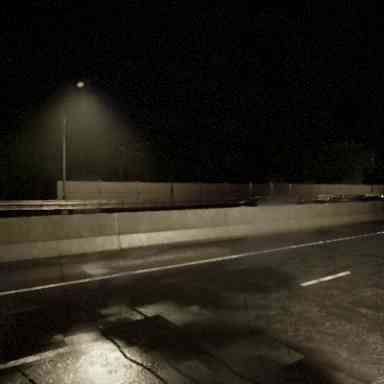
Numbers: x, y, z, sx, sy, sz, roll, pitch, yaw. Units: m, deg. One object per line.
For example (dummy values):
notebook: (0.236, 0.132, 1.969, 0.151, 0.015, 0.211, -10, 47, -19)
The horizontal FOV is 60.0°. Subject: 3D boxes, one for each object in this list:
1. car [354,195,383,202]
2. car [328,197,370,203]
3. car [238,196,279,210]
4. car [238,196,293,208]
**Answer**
car: (22.762, 1.213, 41.648, 4.892, 1.490, 1.837, 0, 0, -35)
car: (14.463, 1.396, 31.440, 4.718, 1.301, 1.895, 0, 0, -35)
car: (8.024, 1.275, 39.744, 5.008, 1.535, 1.882, -1, 0, -35)
car: (7.127, 1.387, 30.522, 5.357, 1.411, 2.033, 0, 0, -35)
